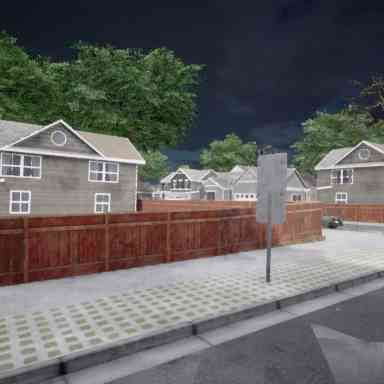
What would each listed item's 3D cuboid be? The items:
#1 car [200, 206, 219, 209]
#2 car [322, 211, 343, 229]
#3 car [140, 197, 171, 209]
[{"bbox_3d":[1.881,1.886,30.855,1.895,1.301,4.718,2,-2,-36],"label":"car"},{"bbox_3d":[7.873,1.723,22.396,1.994,1.385,4.181,3,-2,-36],"label":"car"},{"bbox_3d":[-4.428,1.618,39.405,2.150,2.045,5.566,3,-2,-37],"label":"car"}]
